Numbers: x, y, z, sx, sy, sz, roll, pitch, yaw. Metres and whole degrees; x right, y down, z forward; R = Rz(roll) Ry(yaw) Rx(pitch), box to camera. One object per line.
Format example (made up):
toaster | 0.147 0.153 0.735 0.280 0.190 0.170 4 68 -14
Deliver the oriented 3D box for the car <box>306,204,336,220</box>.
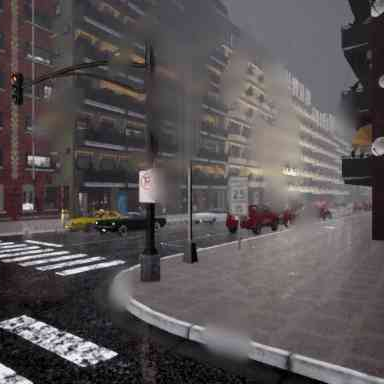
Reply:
car | 13.820 2.284 35.897 1.802 1.307 4.206 -1 -2 35

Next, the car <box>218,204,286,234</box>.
car | 4.074 1.711 21.986 2.192 1.841 5.009 -1 -2 35

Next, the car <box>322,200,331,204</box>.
car | 26.433 2.640 68.479 2.192 1.841 5.009 -1 -2 35

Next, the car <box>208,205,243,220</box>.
car | 3.699 2.164 35.995 1.887 1.381 4.507 -1 -2 35

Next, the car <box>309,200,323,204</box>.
car | 23.187 2.771 63.834 1.887 1.381 4.507 -1 -2 35

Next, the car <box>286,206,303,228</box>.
car | 7.324 2.043 26.619 1.887 1.381 4.507 -1 -2 35

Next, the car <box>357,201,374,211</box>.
car | 33.306 2.621 63.742 2.192 1.841 5.009 -1 -2 35

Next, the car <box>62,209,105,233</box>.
car | -6.143 1.834 21.937 1.752 1.417 4.829 -1 -2 35

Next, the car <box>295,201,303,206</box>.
car | 16.689 2.340 54.560 2.192 1.841 5.009 -1 -2 35

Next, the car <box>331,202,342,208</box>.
car | 32.931 3.067 77.753 1.887 1.381 4.507 -1 -2 35

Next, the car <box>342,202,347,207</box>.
car | 39.428 3.282 87.033 1.947 1.339 4.313 -1 -2 35

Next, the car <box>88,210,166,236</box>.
car | -3.765 1.911 20.794 1.895 1.301 4.718 0 -1 35

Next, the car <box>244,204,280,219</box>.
car | 7.954 2.171 37.513 2.128 1.511 4.902 0 -1 35

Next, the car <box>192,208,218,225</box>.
car | 1.981 2.093 29.001 1.895 1.301 4.718 0 -1 35

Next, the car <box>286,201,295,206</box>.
car | 13.344 2.446 49.775 1.752 1.417 4.829 -1 -2 35

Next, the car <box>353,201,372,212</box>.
car | 30.057 2.522 59.101 2.192 1.841 5.009 -1 -2 35
